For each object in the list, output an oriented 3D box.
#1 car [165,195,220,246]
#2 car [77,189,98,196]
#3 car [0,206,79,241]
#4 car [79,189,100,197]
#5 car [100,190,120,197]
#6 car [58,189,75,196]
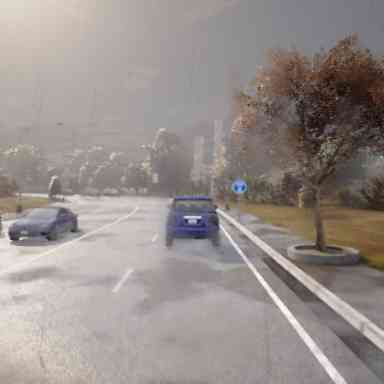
[{"bbox_3d":[0.023,1.154,14.976,2.150,2.045,5.566,0,1,0],"label":"car"},{"bbox_3d":[-24.909,0.091,79.573,4.902,1.511,2.128,1,1,33],"label":"car"},{"bbox_3d":[-6.985,1.428,16.211,1.812,1.442,4.674,0,0,0],"label":"car"},{"bbox_3d":[-21.630,0.324,71.984,5.357,1.411,2.033,2,1,43],"label":"car"},{"bbox_3d":[-17.532,0.359,72.813,4.674,1.442,1.812,2,1,43],"label":"car"},{"bbox_3d":[-29.774,0.064,78.733,4.674,1.442,1.812,1,1,33],"label":"car"}]
